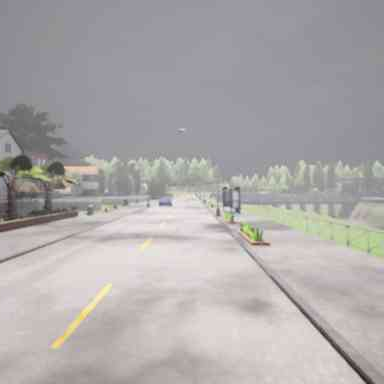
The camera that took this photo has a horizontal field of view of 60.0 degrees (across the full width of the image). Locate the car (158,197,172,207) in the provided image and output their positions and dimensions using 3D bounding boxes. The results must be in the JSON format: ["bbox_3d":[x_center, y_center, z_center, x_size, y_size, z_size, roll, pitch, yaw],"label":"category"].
[{"bbox_3d":[-4.079,1.469,51.440,1.882,1.535,5.008,0,0,0],"label":"car"}]

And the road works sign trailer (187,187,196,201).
[{"bbox_3d":[-0.026,0.450,86.934,2.380,3.560,2.880,0,0,0],"label":"road works sign trailer"}]
